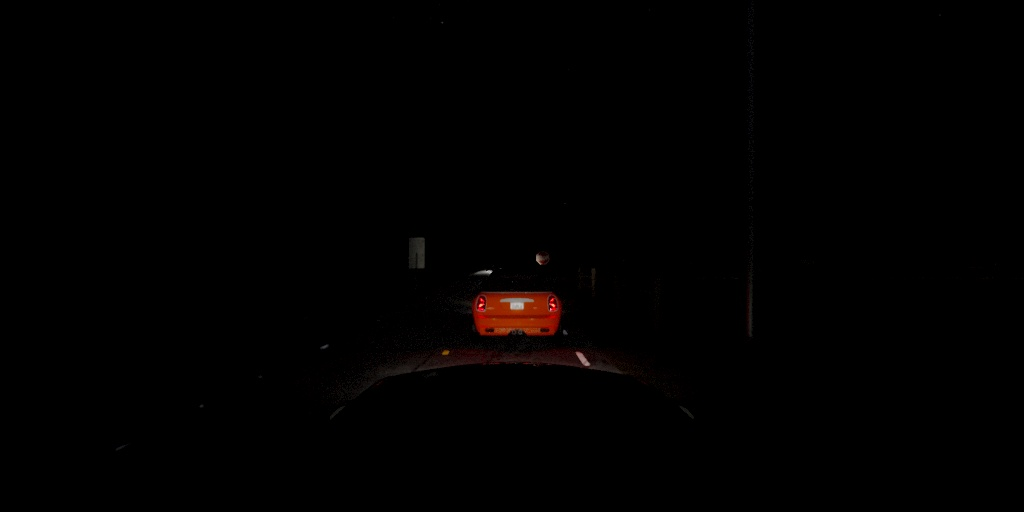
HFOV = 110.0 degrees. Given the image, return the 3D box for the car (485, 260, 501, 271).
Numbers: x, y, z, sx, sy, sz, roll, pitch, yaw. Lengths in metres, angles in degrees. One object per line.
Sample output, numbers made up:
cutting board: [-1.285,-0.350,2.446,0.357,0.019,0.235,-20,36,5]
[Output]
car: [-2.794,1.422,54.410,2.128,1.511,4.902,0,0,0]

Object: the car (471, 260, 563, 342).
car: [0.101,1.111,9.935,2.097,1.767,4.553,0,0,0]

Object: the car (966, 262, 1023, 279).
car: [44.400,1.320,32.448,5.008,1.535,1.882,0,-2,0]

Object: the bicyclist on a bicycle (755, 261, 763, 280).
bicyclist on a bicycle: [19.936,1.199,29.324,0.582,1.620,1.656,0,0,0]
